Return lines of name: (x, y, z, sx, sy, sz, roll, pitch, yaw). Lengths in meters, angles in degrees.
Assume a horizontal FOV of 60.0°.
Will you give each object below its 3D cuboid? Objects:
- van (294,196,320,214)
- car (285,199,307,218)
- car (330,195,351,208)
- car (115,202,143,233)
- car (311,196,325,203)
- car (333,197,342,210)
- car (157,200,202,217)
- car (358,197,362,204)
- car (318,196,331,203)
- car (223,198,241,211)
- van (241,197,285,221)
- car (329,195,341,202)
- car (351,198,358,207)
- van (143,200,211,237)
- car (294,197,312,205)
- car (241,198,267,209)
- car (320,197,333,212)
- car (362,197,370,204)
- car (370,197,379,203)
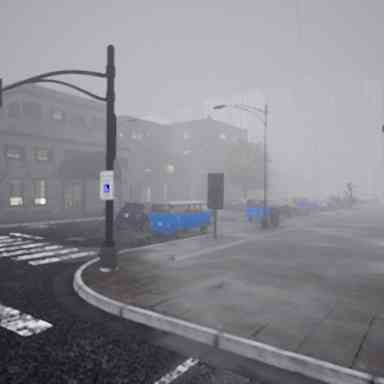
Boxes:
van: (12.189, 1.426, 36.016, 1.690, 1.788, 3.998, 1, 0, 35)
car: (9.012, 1.613, 31.498, 1.887, 1.381, 4.507, 1, 0, 35)
car: (21.714, 1.454, 49.570, 2.192, 1.841, 5.009, 1, 0, 35)
car: (-2.345, 1.348, 19.823, 2.097, 1.767, 4.553, 1, 0, 35)
car: (27.467, 1.652, 72.334, 1.752, 1.417, 4.829, 1, 0, 35)
car: (18.536, 1.686, 45.051, 1.947, 1.339, 4.313, 1, 0, 35)
car: (-1.106, 1.484, 31.674, 1.752, 1.417, 4.829, 1, 0, 35)
car: (28.159, 1.704, 58.744, 1.752, 1.417, 4.829, 1, 0, 35)
car: (30.739, 1.716, 76.991, 1.947, 1.339, 4.313, 0, 0, 35)
car: (5.343, 1.432, 40.850, 1.967, 1.590, 4.097, 1, 0, 35)
van: (5.839, 1.394, 26.980, 1.690, 1.788, 3.998, 1, 0, 35)
car: (37.089, 1.635, 86.026, 1.967, 1.590, 4.097, 0, 0, 35)
car: (24.889, 1.473, 54.088, 2.192, 1.841, 5.009, 1, 0, 35)
van: (-0.511, 1.365, 17.944, 1.690, 1.788, 3.998, 1, 0, 35)
car: (21.215, 1.629, 63.438, 1.887, 1.381, 4.507, 1, 0, 35)
car: (8.516, 1.554, 45.368, 1.887, 1.381, 4.507, 1, 0, 35)
car: (15.460, 1.628, 40.673, 1.752, 1.417, 4.829, 1, 0, 35)
car: (34.411, 1.766, 67.641, 1.887, 1.381, 4.507, 0, 0, 35)
car: (43.935, 1.855, 81.194, 1.947, 1.339, 4.313, 0, 0, 35)
